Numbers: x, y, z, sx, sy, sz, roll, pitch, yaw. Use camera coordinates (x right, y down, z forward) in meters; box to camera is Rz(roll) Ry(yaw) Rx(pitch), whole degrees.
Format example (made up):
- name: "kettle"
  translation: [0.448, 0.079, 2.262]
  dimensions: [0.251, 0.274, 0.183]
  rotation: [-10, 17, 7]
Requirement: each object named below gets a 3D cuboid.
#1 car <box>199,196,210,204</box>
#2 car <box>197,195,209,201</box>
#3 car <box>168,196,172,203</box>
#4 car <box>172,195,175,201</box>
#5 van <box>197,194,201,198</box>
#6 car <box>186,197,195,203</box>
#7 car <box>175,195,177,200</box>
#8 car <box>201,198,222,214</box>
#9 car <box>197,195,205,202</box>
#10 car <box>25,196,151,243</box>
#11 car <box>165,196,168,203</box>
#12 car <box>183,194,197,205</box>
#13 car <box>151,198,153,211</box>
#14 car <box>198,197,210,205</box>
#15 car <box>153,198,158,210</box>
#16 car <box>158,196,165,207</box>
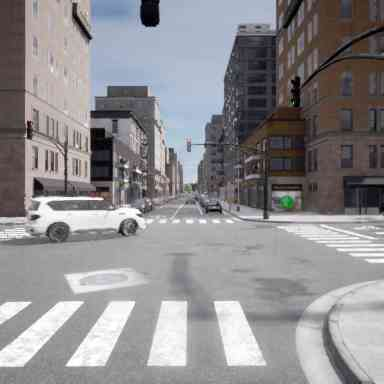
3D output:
- name: "car"
  translation: [2.271, 1.641, 47.139]
  dimensions: [1.802, 1.307, 4.206]
  rotation: [0, 0, 0]
- name: "car"
  translation: [2.268, 1.637, 52.649]
  dimensions: [1.947, 1.339, 4.313]
  rotation: [0, 0, 0]
- name: "car"
  translation: [-5.764, 1.552, 69.178]
  dimensions: [1.967, 1.590, 4.097]
  rotation: [0, 0, 0]
- name: "car"
  translation: [-5.769, 1.694, 80.199]
  dimensions: [2.008, 1.369, 4.403]
  rotation: [0, 0, 0]
- name: "van"
  translation: [2.266, 1.424, 58.160]
  dimensions: [1.690, 1.788, 3.998]
  rotation: [0, 0, 0]
- name: "car"
  translation: [-0.368, 1.720, 73.596]
  dimensions: [1.895, 1.301, 4.718]
  rotation: [0, 0, 0]
- name: "car"
  translation: [-5.774, 1.721, 91.221]
  dimensions: [1.887, 1.381, 4.507]
  rotation: [0, 0, 0]
- name: "car"
  translation: [2.276, 1.606, 36.116]
  dimensions: [1.947, 1.339, 4.313]
  rotation: [0, 0, 0]
- name: "car"
  translation: [2.253, 1.600, 85.714]
  dimensions: [1.967, 1.590, 4.097]
  rotation: [0, 0, 0]
- name: "car"
  translation: [-5.148, 1.238, 16.412]
  dimensions: [5.566, 2.045, 2.150]
  rotation: [-1, 1, -31]
- name: "car"
  translation: [-5.759, 1.634, 58.156]
  dimensions: [2.008, 1.369, 4.403]
  rotation: [0, 0, 0]
- name: "car"
  translation: [-0.273, 1.643, 63.250]
  dimensions: [2.033, 1.411, 5.357]
  rotation: [0, 0, 0]
- name: "car"
  translation: [-5.749, 1.480, 36.113]
  dimensions: [1.967, 1.590, 4.097]
  rotation: [0, 0, 0]
- name: "car"
  translation: [2.263, 1.647, 63.671]
  dimensions: [2.008, 1.369, 4.403]
  rotation: [0, 0, 0]
- name: "car"
  translation: [-5.751, 1.489, 41.624]
  dimensions: [1.967, 1.590, 4.097]
  rotation: [0, 0, 0]
- name: "car"
  translation: [-5.756, 1.653, 52.645]
  dimensions: [1.802, 1.307, 4.206]
  rotation: [0, 0, 0]
